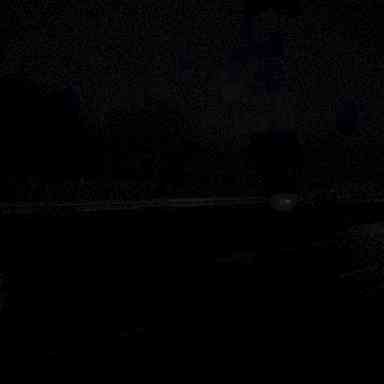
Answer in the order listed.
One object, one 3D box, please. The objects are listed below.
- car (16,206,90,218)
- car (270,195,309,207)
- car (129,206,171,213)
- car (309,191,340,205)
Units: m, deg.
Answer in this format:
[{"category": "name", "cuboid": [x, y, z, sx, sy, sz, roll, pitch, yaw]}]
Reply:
[{"category": "car", "cuboid": [-8.180, 1.544, 19.626, 4.181, 1.385, 1.994, 0, 0, -35]}, {"category": "car", "cuboid": [11.853, 1.334, 41.039, 4.718, 1.301, 1.895, -1, 1, -37]}, {"category": "car", "cuboid": [-2.589, 1.527, 19.284, 4.181, 1.385, 1.994, 0, 0, -35]}, {"category": "car", "cuboid": [15.485, 0.920, 40.074, 5.566, 2.045, 2.150, -1, 1, -34]}]
